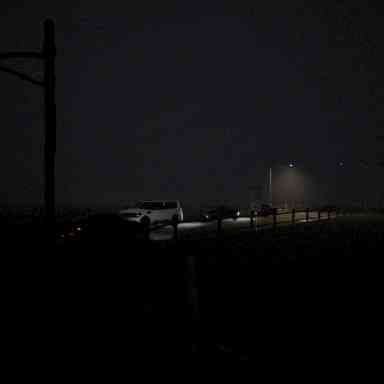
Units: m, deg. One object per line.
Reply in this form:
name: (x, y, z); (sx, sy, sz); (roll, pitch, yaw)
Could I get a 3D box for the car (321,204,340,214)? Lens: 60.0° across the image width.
car: (21.725, 2.598, 52.093); (1.837, 1.490, 4.892); (0, -1, 36)

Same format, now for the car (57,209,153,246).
car: (-4.322, 1.757, 16.475); (1.812, 1.442, 4.674); (0, -1, 36)

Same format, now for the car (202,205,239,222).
car: (2.849, 2.067, 32.547); (2.128, 1.511, 4.902); (0, -1, 36)

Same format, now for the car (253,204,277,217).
car: (8.877, 2.266, 40.777); (2.128, 1.511, 4.902); (0, -1, 36)

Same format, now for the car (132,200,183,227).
car: (-2.964, 1.608, 24.606); (2.150, 2.045, 5.566); (0, -1, 36)
